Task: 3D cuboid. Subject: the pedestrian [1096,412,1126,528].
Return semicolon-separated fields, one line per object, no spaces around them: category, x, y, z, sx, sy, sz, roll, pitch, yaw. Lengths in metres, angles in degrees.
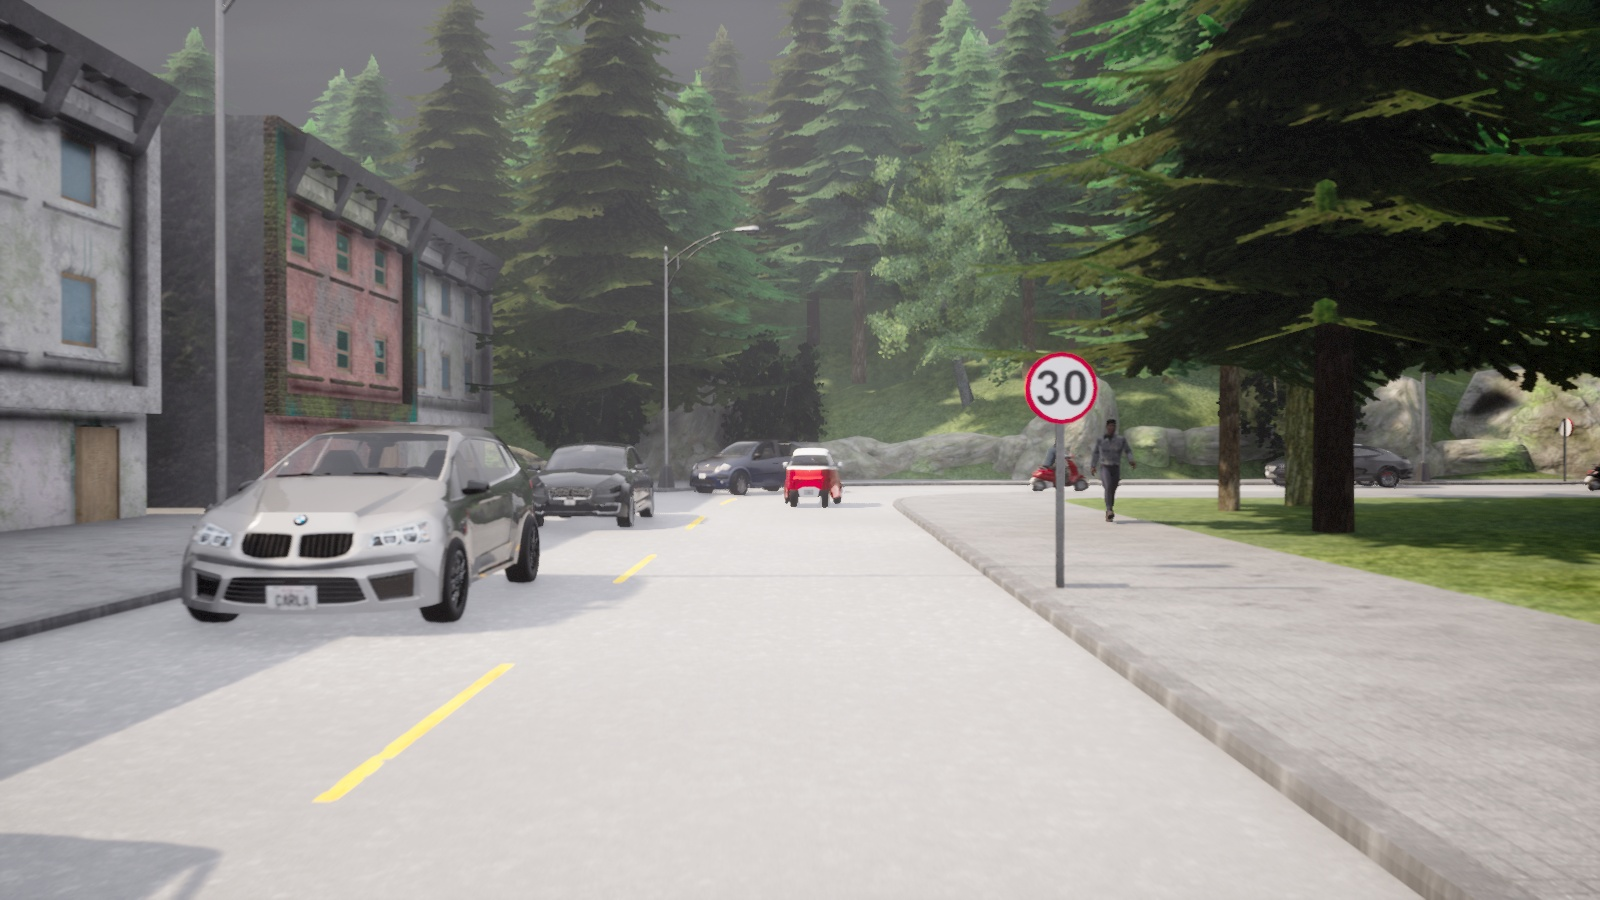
pedestrian;5.340;0.339;21.568;0.423;1.949;0.788;0;0;8

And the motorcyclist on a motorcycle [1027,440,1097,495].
motorcyclist on a motorcycle;7.758;0.497;37.226;1.817;1.590;0.866;0;1;-10

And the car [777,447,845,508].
car;0.299;0.632;30.179;1.481;1.376;2.207;0;1;4

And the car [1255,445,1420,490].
car;17.749;0.552;41.579;4.674;1.442;1.812;0;0;0

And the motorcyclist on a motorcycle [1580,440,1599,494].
motorcyclist on a motorcycle;24.533;0.508;37.580;1.817;1.590;0.866;0;0;0

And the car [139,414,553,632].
car;-3.919;0.515;11.890;2.242;1.667;4.611;0;1;0

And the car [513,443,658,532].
car;-3.866;0.616;23.437;1.837;1.490;4.892;0;0;0

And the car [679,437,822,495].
car;-1.410;0.438;36.795;1.851;1.617;3.988;0;0;44
